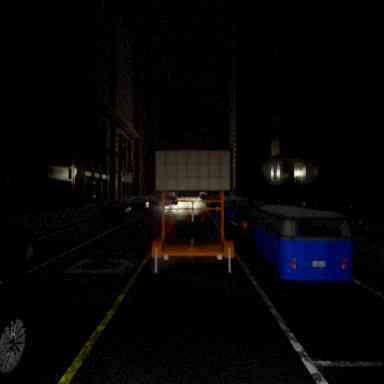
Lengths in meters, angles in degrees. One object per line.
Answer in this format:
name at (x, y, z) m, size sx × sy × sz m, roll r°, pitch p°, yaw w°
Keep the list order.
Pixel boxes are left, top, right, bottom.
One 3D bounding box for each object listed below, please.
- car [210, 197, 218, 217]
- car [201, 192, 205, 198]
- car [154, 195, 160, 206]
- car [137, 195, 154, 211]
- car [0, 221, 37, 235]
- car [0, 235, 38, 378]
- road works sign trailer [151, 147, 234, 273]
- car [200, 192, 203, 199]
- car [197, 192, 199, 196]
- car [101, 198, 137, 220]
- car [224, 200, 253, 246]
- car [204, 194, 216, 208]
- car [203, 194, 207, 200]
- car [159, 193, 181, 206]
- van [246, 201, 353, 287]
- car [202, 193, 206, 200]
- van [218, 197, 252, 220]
car at (2.744, 1.377, 25.785) m, size 2.008 × 1.369 × 4.403 m, roll 1°, pitch 0°, yaw 0°
car at (2.819, 1.164, 53.908) m, size 1.887 × 1.381 × 4.507 m, roll 1°, pitch 0°, yaw 0°
car at (-5.722, 1.190, 48.130) m, size 1.752 × 1.417 × 4.829 m, roll 1°, pitch 0°, yaw 0°
car at (-5.752, 1.298, 37.051) m, size 2.008 × 1.369 × 4.403 m, roll 1°, pitch 0°, yaw 0°
car at (-5.826, 1.487, 8.930) m, size 1.887 × 1.381 × 4.507 m, roll 1°, pitch 0°, yaw 0°
car at (-3.093, 1.474, 2.666) m, size 2.128 × 1.511 × 4.902 m, roll 0°, pitch 0°, yaw 0°
road works sign trailer at (0.028, 0.396, 10.371) m, size 2.380 × 3.560 × 2.880 m, roll 0°, pitch 0°, yaw 0°
car at (2.834, 1.120, 59.532) m, size 1.887 × 1.381 × 4.507 m, roll 1°, pitch 0°, yaw 0°
car at (2.893, 0.936, 82.031) m, size 1.887 × 1.381 × 4.507 m, roll 1°, pitch 0°, yaw 0°
car at (-5.781, 1.372, 25.803) m, size 1.887 × 1.381 × 4.507 m, roll 1°, pitch 0°, yaw 0°
car at (2.716, 1.344, 14.535) m, size 1.967 × 1.590 × 4.097 m, roll 1°, pitch 0°, yaw 0°
car at (2.774, 1.297, 37.035) m, size 2.008 × 1.369 × 4.403 m, roll 1°, pitch 0°, yaw 0°
car at (2.789, 1.249, 42.659) m, size 1.887 × 1.381 × 4.507 m, roll 1°, pitch 0°, yaw 0°
car at (-2.975, 1.246, 45.794) m, size 1.994 × 1.385 × 4.181 m, roll 0°, pitch 0°, yaw 0°
van at (2.701, 1.282, 8.910) m, size 1.690 × 1.788 × 3.998 m, roll 1°, pitch 0°, yaw 0°
car at (2.804, 1.207, 48.283) m, size 1.887 × 1.381 × 4.507 m, roll 1°, pitch 0°, yaw 0°
van at (2.731, 1.206, 20.160) m, size 1.690 × 1.788 × 3.998 m, roll 1°, pitch 0°, yaw 0°
